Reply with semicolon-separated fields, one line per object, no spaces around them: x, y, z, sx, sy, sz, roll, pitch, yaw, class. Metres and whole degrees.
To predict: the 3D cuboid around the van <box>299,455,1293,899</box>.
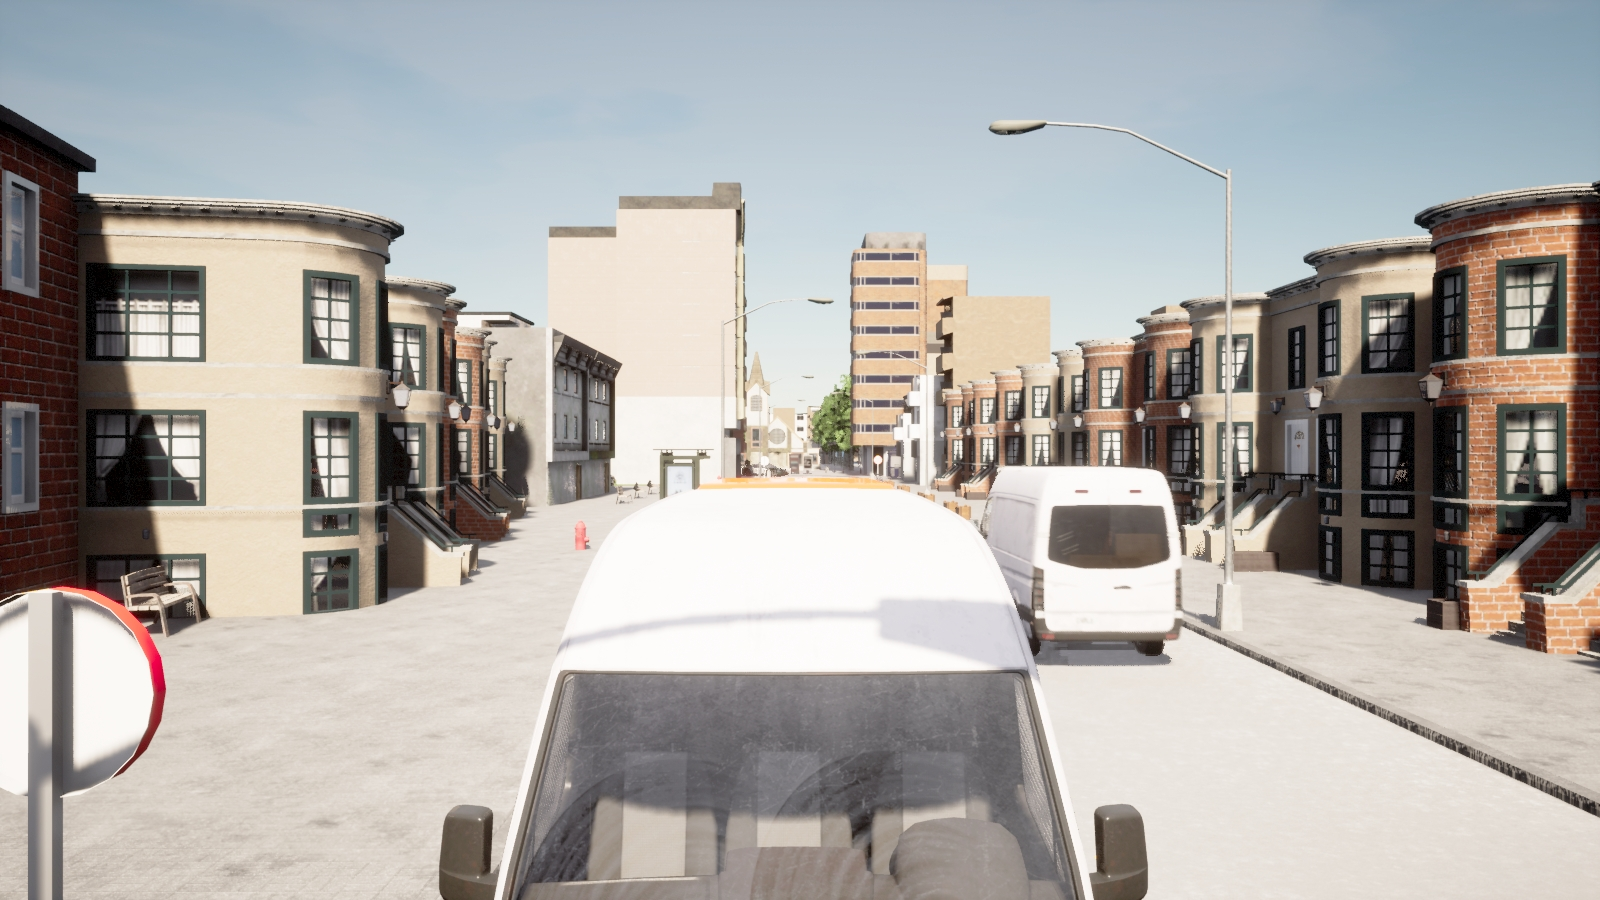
-0.019;1.314;5.243;1.988;2.561;5.915;0;0;0;van

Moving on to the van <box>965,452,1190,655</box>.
3.943;1.315;17.437;1.988;2.561;5.915;0;0;0;van
